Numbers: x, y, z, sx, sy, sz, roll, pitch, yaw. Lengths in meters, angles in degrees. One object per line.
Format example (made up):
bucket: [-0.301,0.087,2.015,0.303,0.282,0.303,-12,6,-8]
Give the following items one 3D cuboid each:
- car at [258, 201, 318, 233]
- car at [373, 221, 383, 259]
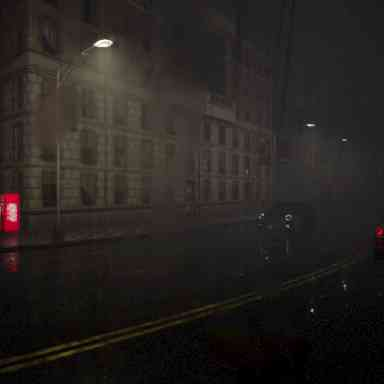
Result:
car: [5.712,1.355,19.614,2.097,1.767,4.553,0,0,40]
car: [8.039,1.349,11.681,2.097,1.767,4.553,0,0,43]
